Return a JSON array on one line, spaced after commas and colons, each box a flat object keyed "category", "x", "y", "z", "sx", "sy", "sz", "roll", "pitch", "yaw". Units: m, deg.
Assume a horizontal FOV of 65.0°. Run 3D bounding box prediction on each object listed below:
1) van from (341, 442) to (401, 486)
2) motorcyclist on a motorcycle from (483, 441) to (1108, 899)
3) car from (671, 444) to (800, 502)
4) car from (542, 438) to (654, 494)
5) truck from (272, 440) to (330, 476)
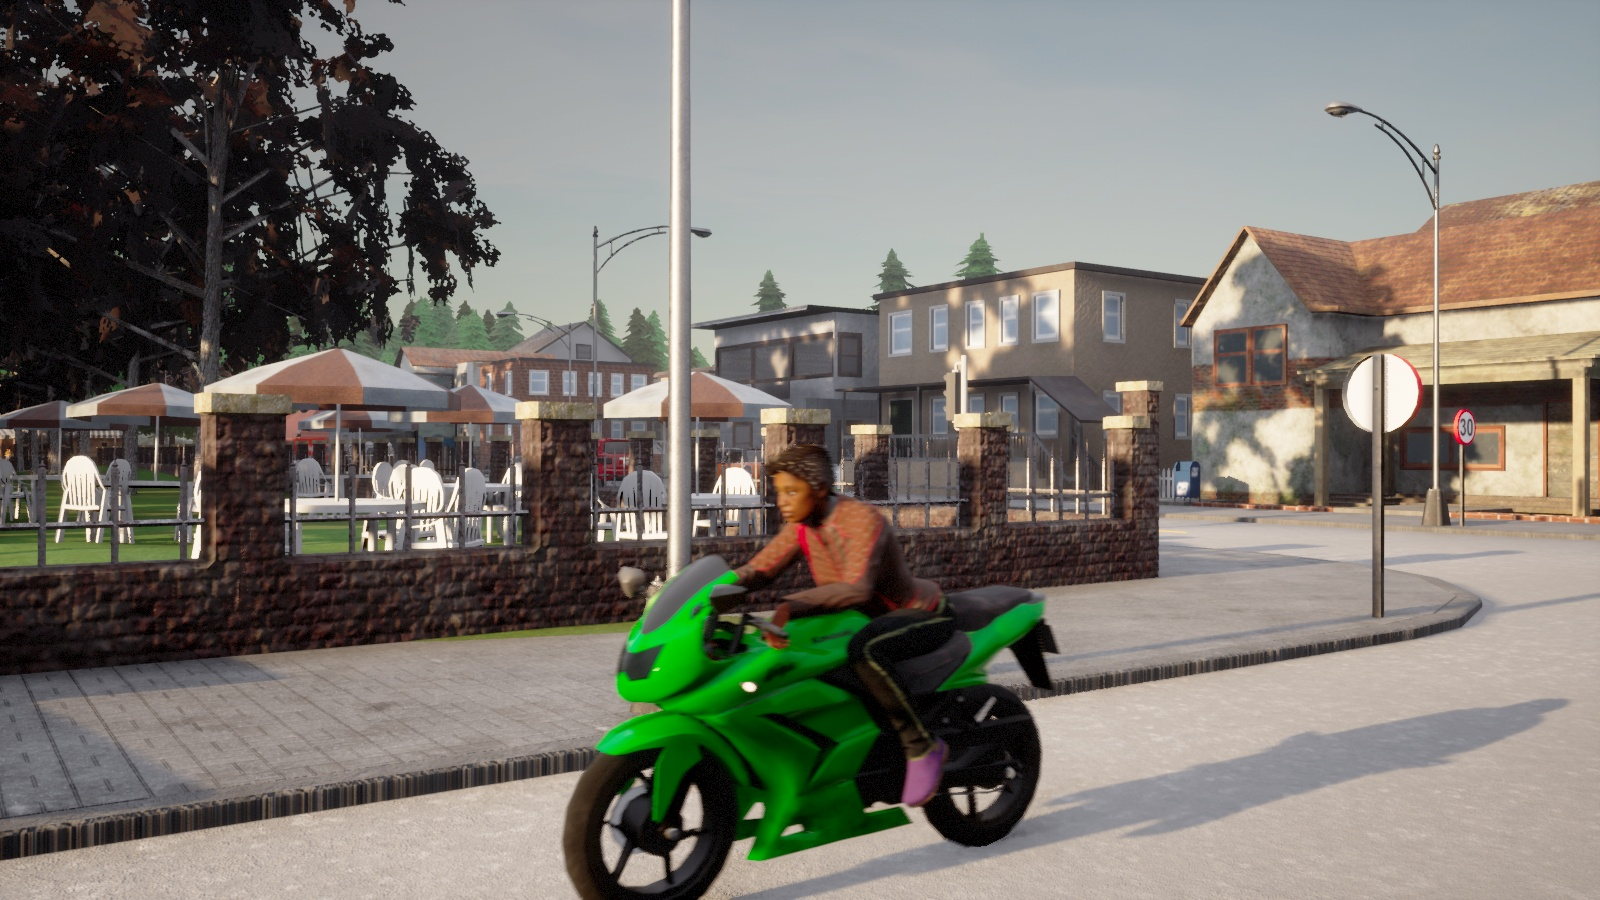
[{"category": "van", "x": -21.199, "y": 0.665, "z": 62.198, "sx": 2.069, "sy": 2.038, "sz": 4.480, "roll": -1, "pitch": 0, "yaw": -10}, {"category": "motorcyclist on a motorcycle", "x": 0.047, "y": 0.737, "z": 4.295, "sx": 2.044, "sy": 1.523, "sz": 0.797, "roll": 0, "pitch": 0, "yaw": -35}, {"category": "car", "x": -2.155, "y": 0.708, "z": 40.806, "sx": 2.097, "sy": 1.767, "sz": 4.553, "roll": 0, "pitch": 0, "yaw": -35}, {"category": "car", "x": -7.976, "y": 0.601, "z": 49.126, "sx": 2.150, "sy": 2.045, "sz": 5.566, "roll": 0, "pitch": 0, "yaw": -35}, {"category": "truck", "x": -34.728, "y": 0.545, "z": 87.357, "sx": 2.627, "sy": 2.467, "sz": 5.204, "roll": 0, "pitch": 0, "yaw": -35}]
